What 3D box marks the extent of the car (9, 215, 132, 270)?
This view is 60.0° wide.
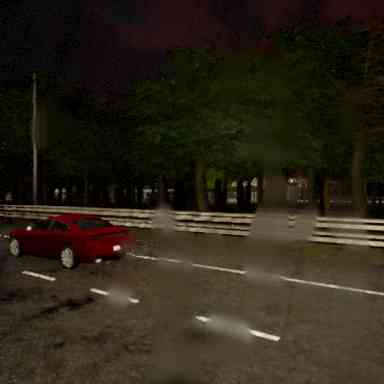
[{"bbox_3d":[-4.215,1.508,11.182,5.008,1.535,1.882,0,0,36],"label":"car"}]
